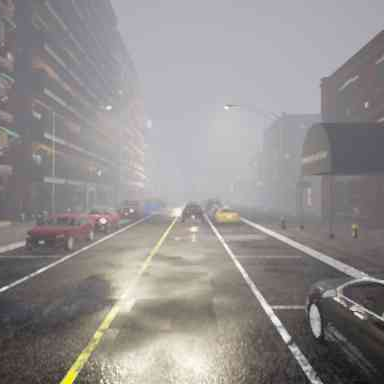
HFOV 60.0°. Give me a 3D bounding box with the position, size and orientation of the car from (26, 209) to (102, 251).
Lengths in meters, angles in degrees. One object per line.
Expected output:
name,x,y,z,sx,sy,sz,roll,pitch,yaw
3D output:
car,-5.695,1.685,14.840,1.887,1.381,4.507,0,-1,0

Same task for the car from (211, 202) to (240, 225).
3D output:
car,2.680,1.774,26.092,1.752,1.417,4.829,0,-1,0

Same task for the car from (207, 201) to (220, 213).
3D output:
car,2.678,1.853,31.460,2.008,1.369,4.403,0,-1,0

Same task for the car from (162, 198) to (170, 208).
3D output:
car,-5.715,1.906,59.154,2.192,1.841,5.009,0,-1,0

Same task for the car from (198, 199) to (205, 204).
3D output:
car,2.650,2.531,92.388,1.947,1.339,4.313,0,-1,0

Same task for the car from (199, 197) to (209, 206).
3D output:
car,2.659,2.088,75.776,2.192,1.841,5.009,0,-1,0

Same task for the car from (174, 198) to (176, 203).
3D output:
car,-5.725,2.385,81.307,2.008,1.369,4.403,0,-1,0

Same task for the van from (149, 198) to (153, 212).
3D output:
van,-5.705,1.699,36.998,1.690,1.788,3.998,0,-1,0

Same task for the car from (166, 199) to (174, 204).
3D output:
car,-5.727,2.449,86.845,2.008,1.369,4.403,0,-1,0

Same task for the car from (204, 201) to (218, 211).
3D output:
car,2.670,2.000,48.247,1.752,1.417,4.829,0,-1,0

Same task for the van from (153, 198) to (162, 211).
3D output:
van,-5.710,1.813,48.075,1.690,1.788,3.998,0,-1,0

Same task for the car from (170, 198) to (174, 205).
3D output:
car,-5.722,2.338,75.769,1.947,1.339,4.313,0,-1,0

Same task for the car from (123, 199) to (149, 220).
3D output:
car,-5.702,1.617,31.459,2.192,1.841,5.009,0,-1,0

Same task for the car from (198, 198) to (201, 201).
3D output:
car,0.080,1.977,46.017,1.812,1.442,4.674,0,-1,0

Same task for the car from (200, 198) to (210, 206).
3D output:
car,2.661,2.152,70.235,1.967,1.590,4.097,0,-1,0

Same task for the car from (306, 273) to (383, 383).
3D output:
car,2.691,1.587,3.765,2.008,1.369,4.403,0,-1,0

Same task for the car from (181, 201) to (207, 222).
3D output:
car,0.088,1.780,28.962,1.837,1.490,4.892,0,-1,0

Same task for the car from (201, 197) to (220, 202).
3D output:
car,2.674,1.730,42.540,2.192,1.841,5.009,0,-1,0

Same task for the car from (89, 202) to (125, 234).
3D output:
car,-5.697,1.634,20.379,1.967,1.590,4.097,0,-1,0
